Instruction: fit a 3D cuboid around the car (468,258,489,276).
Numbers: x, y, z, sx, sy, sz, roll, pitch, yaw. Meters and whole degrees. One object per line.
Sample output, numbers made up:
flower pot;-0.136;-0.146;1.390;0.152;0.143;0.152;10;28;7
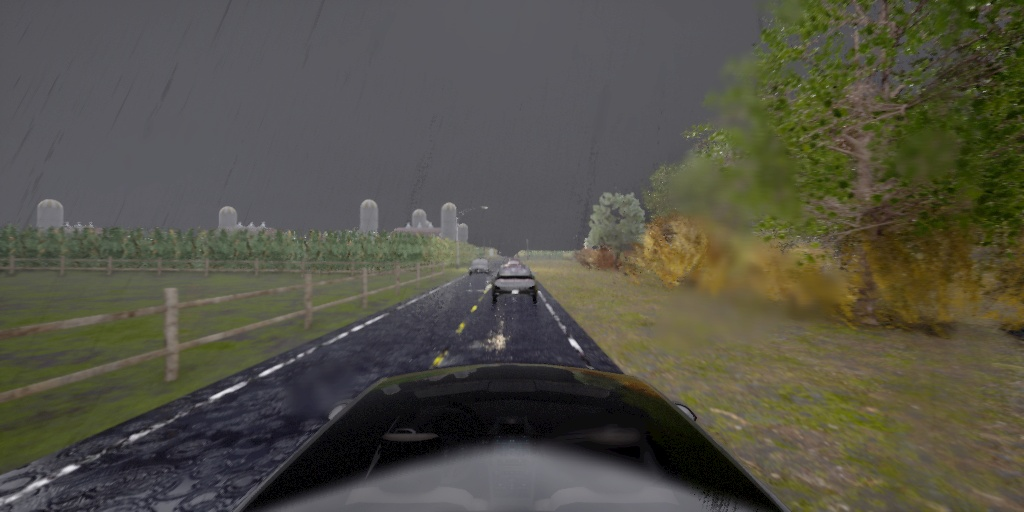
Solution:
car;-2.825;0.989;32.640;1.837;1.490;4.892;0;1;0

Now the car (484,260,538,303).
car;0.107;1.120;15.830;2.128;1.511;4.902;0;1;0
